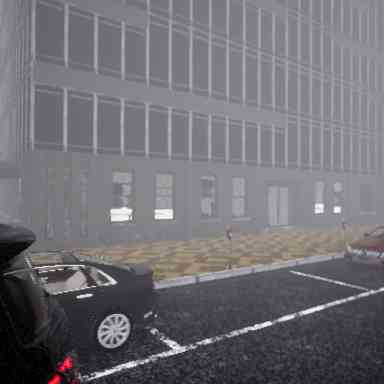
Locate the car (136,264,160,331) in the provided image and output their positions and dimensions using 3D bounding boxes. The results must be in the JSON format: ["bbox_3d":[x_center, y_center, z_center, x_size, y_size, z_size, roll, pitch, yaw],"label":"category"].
[{"bbox_3d":[-2.580,1.592,4.667,4.403,1.369,2.008,1,-1,-34],"label":"car"}]

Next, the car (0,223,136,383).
[{"bbox_3d":[-3.201,1.209,0.997,5.566,2.045,2.150,0,0,-34],"label":"car"}]

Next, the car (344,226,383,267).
[{"bbox_3d":[6.837,1.762,11.062,4.206,1.307,1.802,1,-1,-34],"label":"car"}]
